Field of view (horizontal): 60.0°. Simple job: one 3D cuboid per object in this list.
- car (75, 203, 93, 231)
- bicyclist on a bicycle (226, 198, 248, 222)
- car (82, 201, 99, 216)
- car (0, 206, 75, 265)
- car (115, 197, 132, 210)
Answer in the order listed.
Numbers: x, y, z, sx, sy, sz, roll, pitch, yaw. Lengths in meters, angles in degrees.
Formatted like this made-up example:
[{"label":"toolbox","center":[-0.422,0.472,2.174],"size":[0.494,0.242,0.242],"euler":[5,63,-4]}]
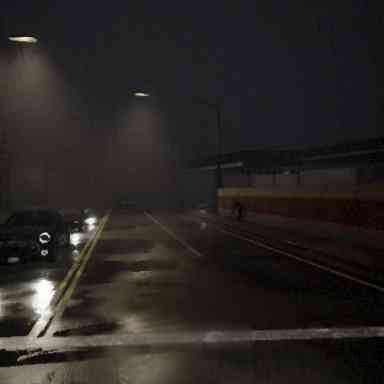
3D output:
[{"label":"car","center":[-7.906,1.677,21.726],"size":[2.033,1.411,5.357],"euler":[-1,0,-12]},{"label":"bicyclist on a bicycle","center":[3.088,1.258,22.843],"size":[1.656,1.620,0.582],"euler":[-1,0,-12]},{"label":"car","center":[-10.657,1.653,34.367],"size":[2.128,1.511,4.902],"euler":[-1,0,-12]},{"label":"car","center":[-5.824,1.456,12.178],"size":[2.097,1.767,4.553],"euler":[-1,0,-12]},{"label":"car","center":[-9.364,1.484,45.520],"size":[2.097,1.767,4.553],"euler":[-1,0,-12]}]
